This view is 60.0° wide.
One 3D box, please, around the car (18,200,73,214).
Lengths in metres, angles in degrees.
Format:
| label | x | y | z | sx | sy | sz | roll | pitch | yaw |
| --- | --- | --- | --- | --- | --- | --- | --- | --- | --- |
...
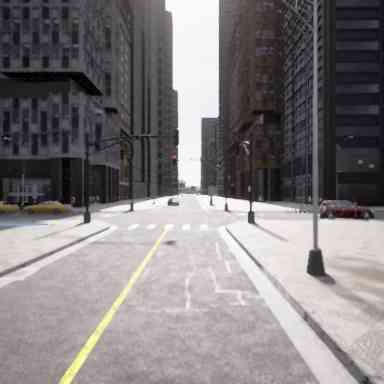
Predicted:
| label | x | y | z | sx | sy | sz | roll | pitch | yaw |
| --- | --- | --- | --- | --- | --- | --- | --- | --- | --- |
| car | -14.998 | 1.544 | 34.621 | 4.829 | 1.417 | 1.752 | 0 | 0 | 0 |

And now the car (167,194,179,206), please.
| label | x | y | z | sx | sy | sz | roll | pitch | yaw |
| --- | --- | --- | --- | --- | --- | --- | --- | --- | --- |
| car | -2.971 | 1.514 | 53.392 | 2.033 | 1.411 | 5.357 | 0 | 0 | 0 |

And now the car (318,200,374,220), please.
| label | x | y | z | sx | sy | sz | roll | pitch | yaw |
| --- | --- | --- | --- | --- | --- | --- | --- | --- | --- |
| car | 11.909 | 1.366 | 25.918 | 4.097 | 1.590 | 1.967 | 0 | 0 | 0 |

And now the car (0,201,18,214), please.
| label | x | y | z | sx | sy | sz | roll | pitch | yaw |
| --- | --- | --- | --- | --- | --- | --- | --- | --- | --- |
| car | -20.600 | 1.560 | 34.658 | 4.829 | 1.417 | 1.752 | 0 | 0 | 0 |
